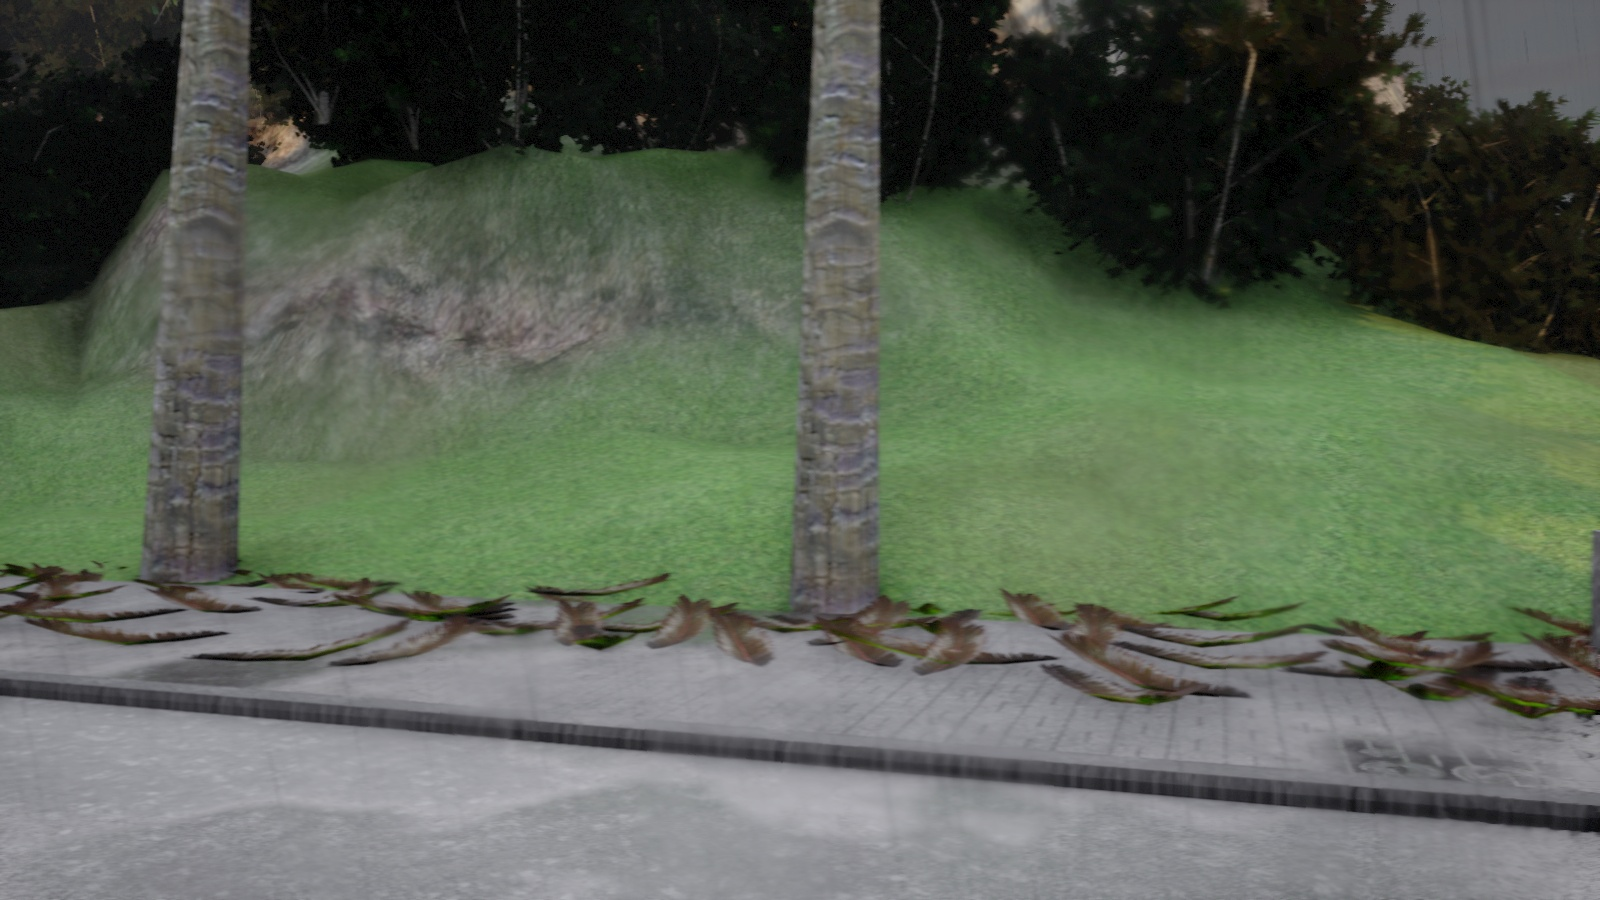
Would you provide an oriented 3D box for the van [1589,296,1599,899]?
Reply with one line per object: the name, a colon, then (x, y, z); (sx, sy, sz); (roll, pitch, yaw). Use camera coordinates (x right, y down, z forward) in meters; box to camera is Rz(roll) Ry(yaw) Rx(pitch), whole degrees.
van: (4.244, 0.558, 2.289); (4.442, 1.987, 1.775); (1, 1, 19)
